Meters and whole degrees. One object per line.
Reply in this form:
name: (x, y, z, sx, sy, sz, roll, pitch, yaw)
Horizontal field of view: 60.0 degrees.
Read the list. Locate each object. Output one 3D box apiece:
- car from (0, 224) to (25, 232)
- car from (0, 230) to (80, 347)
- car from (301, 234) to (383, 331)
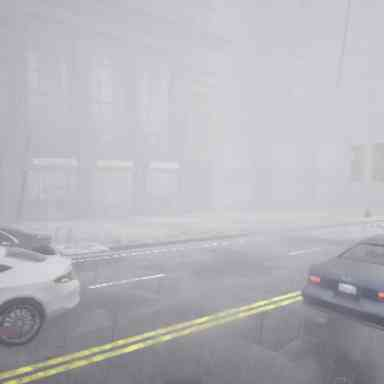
car: (-5.713, 1.505, 7.592, 4.892, 1.490, 1.837, 0, 0, -36)
car: (-4.060, 1.526, 4.793, 4.674, 1.442, 1.812, 0, 0, -35)
car: (4.456, 1.546, 6.620, 5.357, 1.411, 2.033, 0, 0, -36)
